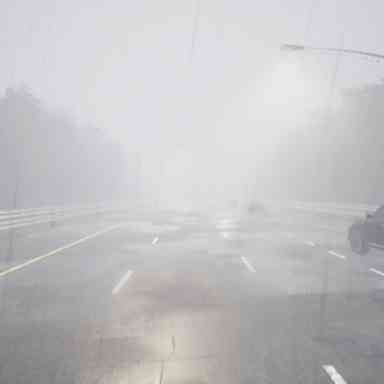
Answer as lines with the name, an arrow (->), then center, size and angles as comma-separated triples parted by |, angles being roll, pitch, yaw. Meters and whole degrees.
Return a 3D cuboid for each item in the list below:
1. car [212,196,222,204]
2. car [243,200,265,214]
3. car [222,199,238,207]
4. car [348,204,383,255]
car -> 7.464, 2.243, 90.891 | 2.097, 1.767, 4.553 | 0, -1, 1
car -> 7.084, 1.723, 38.051 | 1.837, 1.490, 4.892 | 0, -1, 0
car -> 7.210, 2.042, 60.786 | 2.033, 1.411, 5.357 | 0, -1, 0
car -> 7.007, 1.243, 10.309 | 2.150, 2.045, 5.566 | 0, 0, 0
